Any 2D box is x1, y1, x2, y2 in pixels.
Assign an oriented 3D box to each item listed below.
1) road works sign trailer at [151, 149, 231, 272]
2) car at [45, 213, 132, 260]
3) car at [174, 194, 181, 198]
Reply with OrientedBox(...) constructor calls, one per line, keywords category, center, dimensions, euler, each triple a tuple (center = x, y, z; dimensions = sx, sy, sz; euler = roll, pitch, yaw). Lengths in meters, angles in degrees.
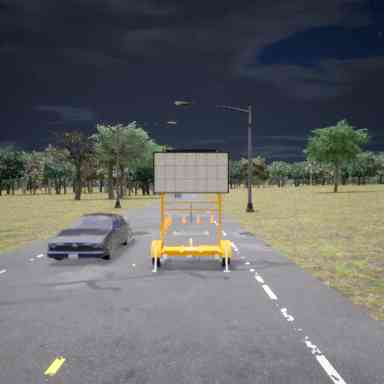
OrientedBox(category="road works sign trailer", center=(-0.027, 0.445, 10.685), dimensions=(2.380, 3.560, 2.880), euler=(0, 0, 0))
OrientedBox(category="car", center=(-3.531, 1.523, 12.551), dimensions=(2.033, 1.411, 5.357), euler=(0, 0, 0))
OrientedBox(category="car", center=(-3.729, 0.880, 86.742), dimensions=(1.837, 1.490, 4.892), euler=(0, 0, 0))
